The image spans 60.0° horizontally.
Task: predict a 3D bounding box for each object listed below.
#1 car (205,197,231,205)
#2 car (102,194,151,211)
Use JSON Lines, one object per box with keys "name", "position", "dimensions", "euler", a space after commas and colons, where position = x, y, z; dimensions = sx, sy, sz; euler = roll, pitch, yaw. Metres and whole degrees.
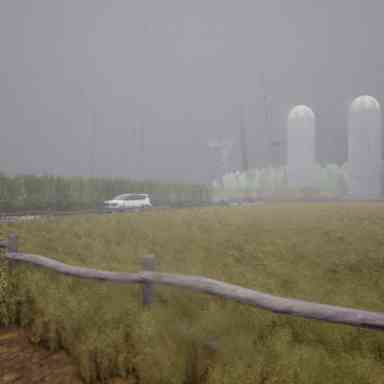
{"name": "car", "position": [3.832, 1.485, 48.444], "dimensions": [2.097, 1.767, 4.553], "euler": [0, 0, 36]}
{"name": "car", "position": [-6.620, 1.216, 34.089], "dimensions": [2.150, 2.045, 5.566], "euler": [0, 0, 36]}
